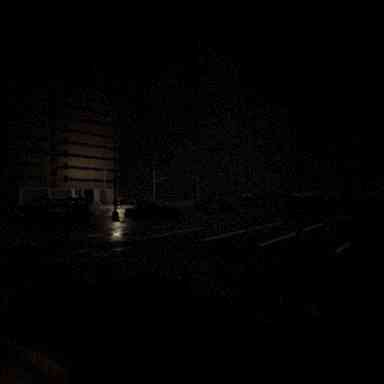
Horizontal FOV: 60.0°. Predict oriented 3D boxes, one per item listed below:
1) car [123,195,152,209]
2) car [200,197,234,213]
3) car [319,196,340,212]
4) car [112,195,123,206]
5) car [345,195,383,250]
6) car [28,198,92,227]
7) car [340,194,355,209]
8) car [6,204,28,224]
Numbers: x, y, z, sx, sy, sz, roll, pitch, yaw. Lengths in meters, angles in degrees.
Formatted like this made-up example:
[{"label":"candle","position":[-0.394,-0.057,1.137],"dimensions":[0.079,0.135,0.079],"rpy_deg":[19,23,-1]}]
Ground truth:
[{"label":"car","position":[-10.544,1.776,64.349],"dimensions":[2.097,1.767,4.553],"rpy_deg":[-1,0,34]},{"label":"car","position":[2.975,1.569,36.513],"dimensions":[1.970,1.475,3.806],"rpy_deg":[-1,0,34]},{"label":"car","position":[18.598,1.460,44.194],"dimensions":[1.784,1.438,3.905],"rpy_deg":[-1,0,34]},{"label":"car","position":[-13.431,1.665,66.327],"dimensions":[2.150,2.045,5.566],"rpy_deg":[-1,-1,34]},{"label":"car","position":[7.259,1.168,12.606],"dimensions":[1.905,1.878,3.866],"rpy_deg":[-1,0,34]},{"label":"car","position":[-9.033,1.351,23.542],"dimensions":[1.905,1.878,3.866],"rpy_deg":[-1,0,34]},{"label":"car","position":[20.850,1.224,42.737],"dimensions":[1.932,1.855,4.605],"rpy_deg":[-1,0,34]},{"label":"car","position":[-11.403,1.375,25.205],"dimensions":[1.932,1.855,4.605],"rpy_deg":[-1,0,34]}]
